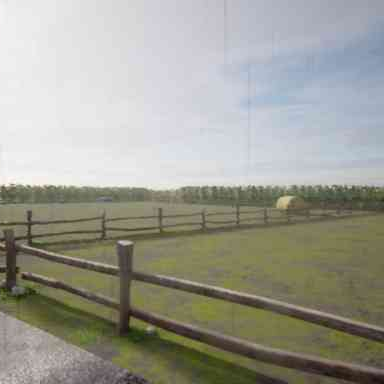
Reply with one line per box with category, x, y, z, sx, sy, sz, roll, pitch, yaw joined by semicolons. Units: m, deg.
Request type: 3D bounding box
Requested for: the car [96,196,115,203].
car;-20.389;1.782;78.644;2.128;1.511;4.902;-1;-1;36
